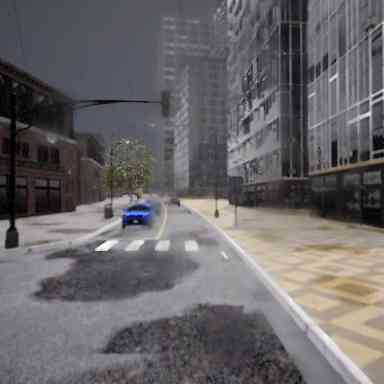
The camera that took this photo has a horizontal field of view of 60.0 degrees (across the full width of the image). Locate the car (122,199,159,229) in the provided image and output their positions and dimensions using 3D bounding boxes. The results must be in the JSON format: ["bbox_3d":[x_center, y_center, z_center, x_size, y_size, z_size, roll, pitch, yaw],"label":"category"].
[{"bbox_3d":[-3.431,1.477,22.094,1.882,1.535,5.008,0,0,-3],"label":"car"}]

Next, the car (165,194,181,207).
[{"bbox_3d":[-2.800,1.501,51.728,1.837,1.490,4.892,0,0,-7],"label":"car"}]

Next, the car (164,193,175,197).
[{"bbox_3d":[-4.009,1.211,62.101,2.150,2.045,5.566,0,0,-8],"label":"car"}]

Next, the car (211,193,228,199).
[{"bbox_3d":[7.854,1.190,92.489,5.009,1.841,2.192,0,-1,10],"label":"car"}]

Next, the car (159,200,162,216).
[{"bbox_3d":[-3.989,1.562,32.018,1.994,1.385,4.181,0,0,-4],"label":"car"}]
